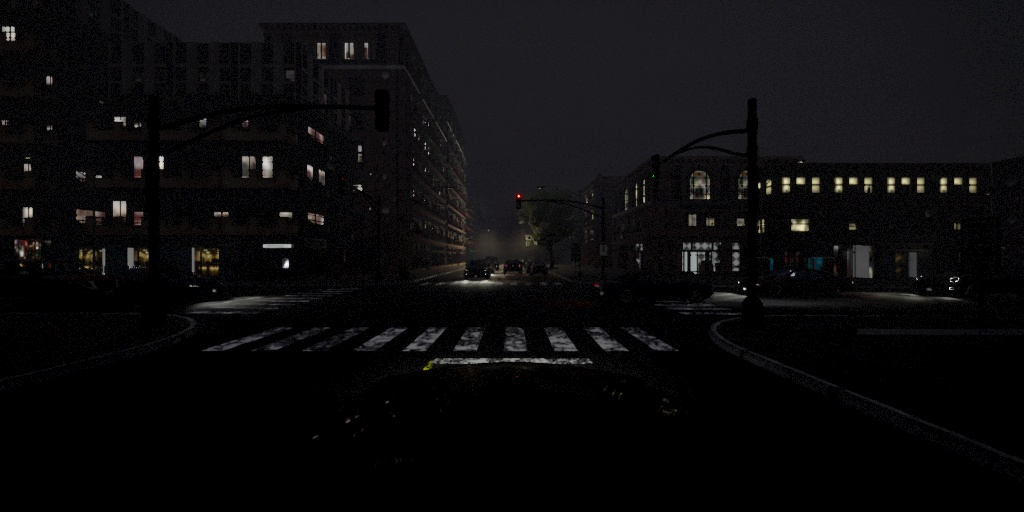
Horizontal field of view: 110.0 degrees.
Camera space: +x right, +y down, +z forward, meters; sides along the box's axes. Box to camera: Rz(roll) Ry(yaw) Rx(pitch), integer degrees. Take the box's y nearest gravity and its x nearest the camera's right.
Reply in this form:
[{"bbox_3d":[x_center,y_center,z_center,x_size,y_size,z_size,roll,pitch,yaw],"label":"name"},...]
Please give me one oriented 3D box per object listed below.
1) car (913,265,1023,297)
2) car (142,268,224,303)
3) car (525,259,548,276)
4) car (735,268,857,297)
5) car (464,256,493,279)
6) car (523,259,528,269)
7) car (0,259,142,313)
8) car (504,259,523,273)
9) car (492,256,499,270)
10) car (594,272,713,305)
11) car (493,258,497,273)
[{"bbox_3d":[24.533,1.219,19.166,4.553,1.767,2.097,0,0,0],"label":"car"},{"bbox_3d":[-15.387,1.231,15.703,4.674,1.442,1.812,0,0,0],"label":"car"},{"bbox_3d":[2.709,1.330,36.812,2.007,1.370,4.403,0,0,0],"label":"car"},{"bbox_3d":[15.033,1.372,19.105,5.357,1.411,2.033,0,0,0],"label":"car"},{"bbox_3d":[-3.056,1.124,32.274,2.097,1.767,4.553,0,0,-1],"label":"car"},{"bbox_3d":[2.712,1.228,42.509,1.967,1.591,4.097,0,0,0],"label":"car"},{"bbox_3d":[-17.270,1.014,13.103,5.009,1.841,2.192,0,0,0],"label":"car"},{"bbox_3d":[0.120,1.143,43.418,2.097,1.767,4.553,0,0,0],"label":"car"},{"bbox_3d":[-3.063,1.028,53.204,2.150,2.045,5.566,0,0,1],"label":"car"},{"bbox_3d":[6.157,1.373,15.847,4.718,1.301,1.895,1,0,0],"label":"car"},{"bbox_3d":[-3.077,1.315,42.572,1.812,1.442,4.674,0,0,0],"label":"car"}]
